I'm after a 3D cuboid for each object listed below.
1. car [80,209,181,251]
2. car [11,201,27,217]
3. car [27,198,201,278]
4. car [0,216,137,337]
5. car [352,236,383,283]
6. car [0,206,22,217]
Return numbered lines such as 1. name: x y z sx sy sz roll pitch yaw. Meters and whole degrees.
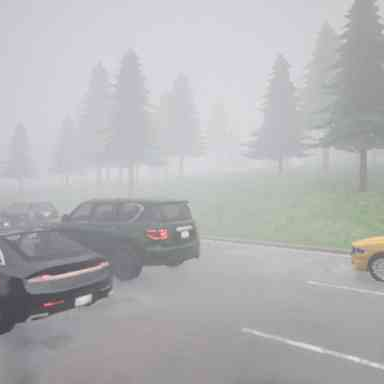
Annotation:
1. car: -2.751 1.527 14.595 4.181 1.385 1.994 0 0 35
2. car: -9.747 1.285 19.605 4.553 1.767 2.097 0 0 36
3. car: -2.358 1.190 9.997 5.566 2.045 2.150 0 0 35
4. car: -3.665 1.469 6.626 4.902 1.511 2.128 0 0 36
5. car: 6.553 1.480 7.910 5.008 1.535 1.882 0 0 36
6. car: -10.691 1.485 15.978 5.357 1.411 2.033 0 0 35
